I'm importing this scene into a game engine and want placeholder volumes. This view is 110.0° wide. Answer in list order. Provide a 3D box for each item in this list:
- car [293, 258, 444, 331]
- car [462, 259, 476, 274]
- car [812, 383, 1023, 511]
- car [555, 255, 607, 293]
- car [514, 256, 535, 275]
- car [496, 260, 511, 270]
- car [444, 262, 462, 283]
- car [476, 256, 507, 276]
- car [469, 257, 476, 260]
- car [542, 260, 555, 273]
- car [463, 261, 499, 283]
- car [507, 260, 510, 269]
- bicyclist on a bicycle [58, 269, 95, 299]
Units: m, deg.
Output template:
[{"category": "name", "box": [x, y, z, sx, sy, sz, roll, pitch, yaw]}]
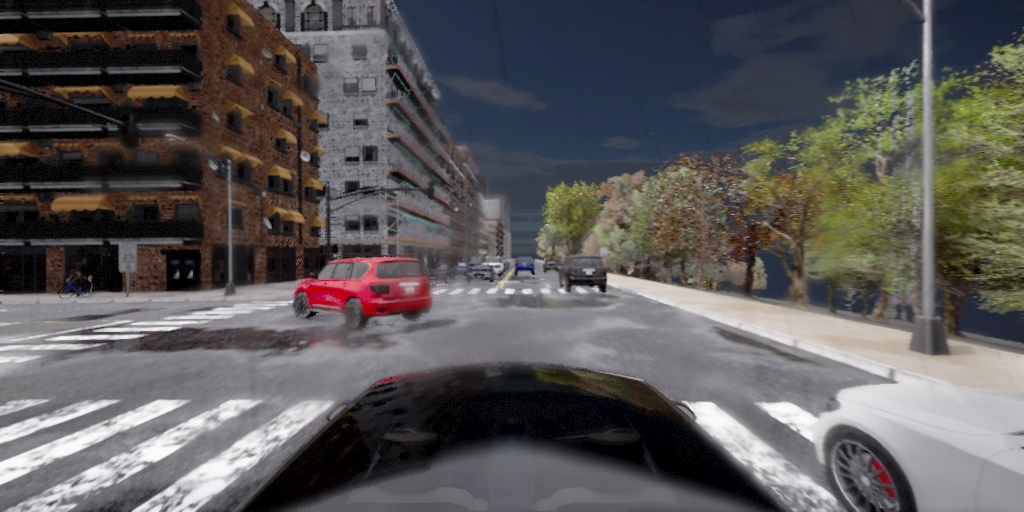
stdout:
[{"category": "car", "box": [-5.017, 1.085, 11.790, 5.566, 2.045, 2.150, -1, -1, 38]}, {"category": "car", "box": [-5.319, 1.380, 37.858, 1.812, 1.442, 4.674, 0, 0, 2]}, {"category": "car", "box": [3.384, 1.249, 1.029, 1.812, 1.442, 4.674, 0, 0, 2]}, {"category": "car", "box": [4.039, 0.972, 21.048, 2.150, 2.045, 5.566, 0, 0, 2]}, {"category": "car", "box": [1.437, 1.030, 40.721, 2.150, 2.045, 5.566, 0, 0, 2]}, {"category": "car", "box": [-1.344, 1.360, 58.088, 2.128, 1.511, 4.902, 0, 0, 2]}, {"category": "car", "box": [-5.625, 1.343, 28.616, 1.837, 1.490, 4.892, 0, 0, 4]}, {"category": "car", "box": [-2.063, 1.051, 38.018, 2.150, 2.045, 5.566, 0, 0, 2]}, {"category": "car", "box": [-4.919, 1.095, 48.310, 2.150, 2.045, 5.566, 0, 0, 2]}, {"category": "car", "box": [4.818, 1.296, 44.599, 1.837, 1.490, 4.892, 0, 0, 2]}, {"category": "car", "box": [-2.393, 1.378, 28.908, 1.994, 1.385, 4.181, 0, 0, 2]}, {"category": "car", "box": [-1.683, 1.412, 47.777, 1.994, 1.385, 4.181, 0, 0, 2]}, {"category": "bicyclist on a bicycle", "box": [-24.234, 1.540, 19.964, 0.582, 1.620, 1.656, -1, 0, 1]}]
